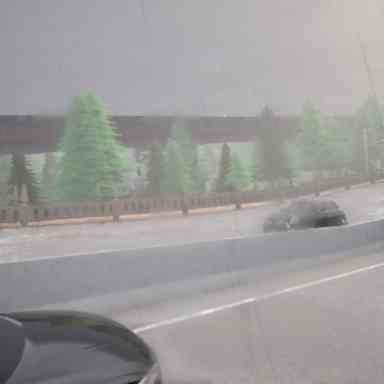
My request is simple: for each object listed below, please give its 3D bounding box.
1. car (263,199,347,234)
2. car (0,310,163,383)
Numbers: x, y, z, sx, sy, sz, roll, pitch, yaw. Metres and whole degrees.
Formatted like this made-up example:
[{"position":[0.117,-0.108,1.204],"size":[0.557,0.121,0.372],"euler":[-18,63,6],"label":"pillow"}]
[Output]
[{"position":[5.668,1.217,16.583],"size":[4.553,1.767,2.097],"euler":[-2,1,-35],"label":"car"},{"position":[-2.463,1.492,1.990],"size":[4.902,1.511,2.128],"euler":[0,0,-35],"label":"car"}]
